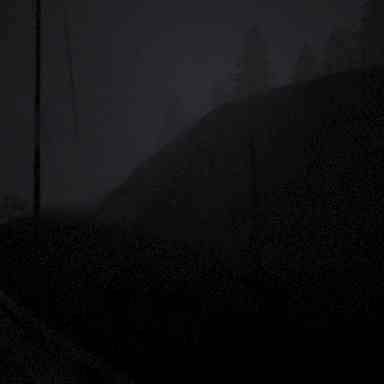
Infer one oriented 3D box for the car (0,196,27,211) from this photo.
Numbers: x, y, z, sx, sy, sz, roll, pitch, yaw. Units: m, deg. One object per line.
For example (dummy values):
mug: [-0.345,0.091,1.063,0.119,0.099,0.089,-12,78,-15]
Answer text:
car: [-20.532,1.214,38.387,2.097,1.767,4.553,1,0,-18]
